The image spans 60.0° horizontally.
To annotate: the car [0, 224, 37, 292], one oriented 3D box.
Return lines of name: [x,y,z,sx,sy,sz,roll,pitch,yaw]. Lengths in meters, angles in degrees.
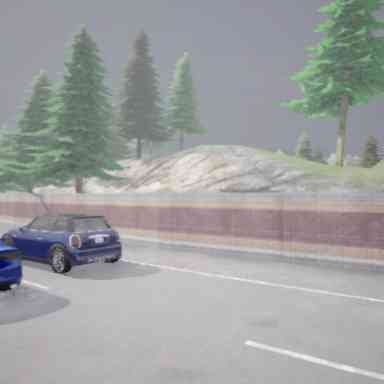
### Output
car: [-6.036,1.557,7.994,5.008,1.535,1.882,0,-1,36]

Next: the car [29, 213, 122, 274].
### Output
car: [-4.495,1.478,11.210,4.553,1.767,2.097,0,-1,36]
